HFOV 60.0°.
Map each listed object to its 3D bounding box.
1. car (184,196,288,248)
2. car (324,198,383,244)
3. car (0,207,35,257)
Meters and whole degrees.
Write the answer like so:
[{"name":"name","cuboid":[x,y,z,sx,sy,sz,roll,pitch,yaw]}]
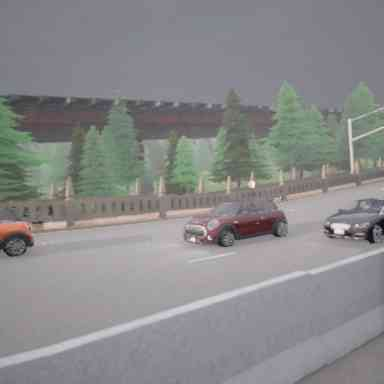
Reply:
[{"name":"car","cuboid":[1.850,1.108,13.864,4.553,1.767,2.097,-3,2,-35]},{"name":"car","cuboid":[7.309,1.023,13.422,4.902,1.511,2.128,-4,2,-35]},{"name":"car","cuboid":[-7.903,1.353,11.243,4.553,1.767,2.097,-1,0,-35]}]
